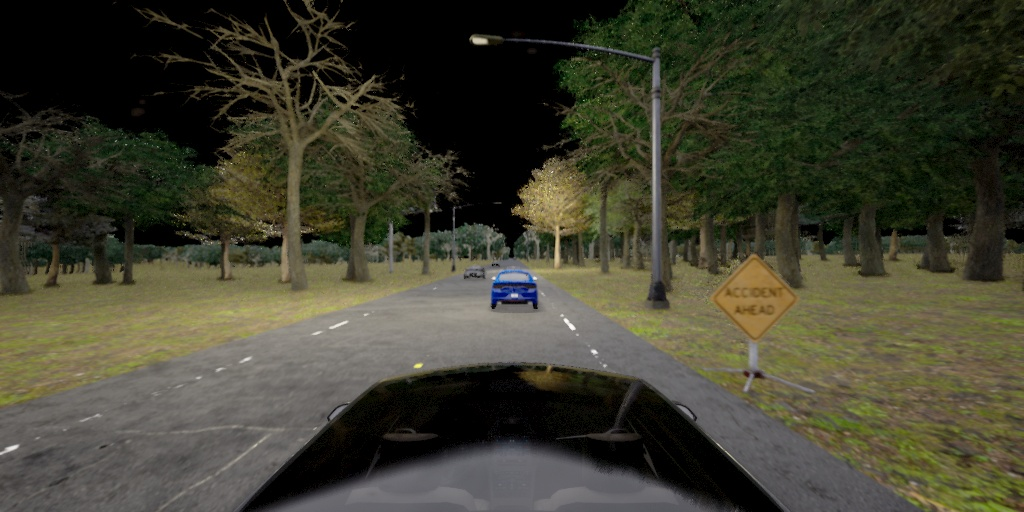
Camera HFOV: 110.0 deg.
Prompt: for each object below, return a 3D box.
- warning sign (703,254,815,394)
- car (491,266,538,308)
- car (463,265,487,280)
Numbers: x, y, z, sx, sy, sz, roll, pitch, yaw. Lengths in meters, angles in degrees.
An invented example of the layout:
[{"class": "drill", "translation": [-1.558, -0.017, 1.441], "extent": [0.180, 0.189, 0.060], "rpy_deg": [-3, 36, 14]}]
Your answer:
[{"class": "warning sign", "translation": [3.552, 0.902, 5.270], "extent": [1.300, 1.860, 1.060], "rpy_deg": [0, 0, 0]}, {"class": "car", "translation": [0.105, 1.368, 16.036], "extent": [1.882, 1.535, 5.008], "rpy_deg": [0, -1, 0]}, {"class": "car", "translation": [-3.566, 1.594, 35.042], "extent": [1.994, 1.385, 4.181], "rpy_deg": [0, 0, 0]}]
